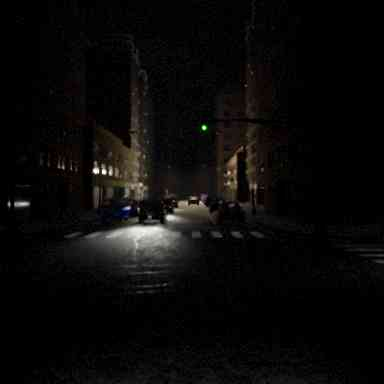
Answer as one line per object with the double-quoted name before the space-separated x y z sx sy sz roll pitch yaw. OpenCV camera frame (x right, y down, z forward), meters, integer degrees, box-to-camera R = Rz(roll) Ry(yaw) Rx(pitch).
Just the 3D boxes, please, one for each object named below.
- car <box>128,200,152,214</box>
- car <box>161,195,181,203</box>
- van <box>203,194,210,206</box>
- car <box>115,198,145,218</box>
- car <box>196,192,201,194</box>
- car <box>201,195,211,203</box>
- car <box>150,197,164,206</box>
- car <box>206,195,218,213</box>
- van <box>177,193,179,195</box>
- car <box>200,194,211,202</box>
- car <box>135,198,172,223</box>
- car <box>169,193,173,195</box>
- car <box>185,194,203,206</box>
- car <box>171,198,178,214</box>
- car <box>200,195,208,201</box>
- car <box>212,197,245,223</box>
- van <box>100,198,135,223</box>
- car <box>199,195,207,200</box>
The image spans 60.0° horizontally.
"car" -5.673 1.559 36.648 1.947 1.339 4.313 0 0 0
"car" -2.863 1.496 46.033 1.837 1.490 4.892 0 0 0
"van" 2.900 1.331 47.954 1.690 1.788 3.998 0 0 0
"car" -5.697 1.434 30.979 1.967 1.590 4.097 0 0 0
"car" 0.309 1.339 65.655 2.097 1.767 4.553 0 0 0
"car" 2.997 1.419 70.631 1.967 1.590 4.097 0 0 0
"car" -5.601 1.515 53.482 1.752 1.417 4.829 0 0 0
"car" 2.853 1.432 36.615 1.967 1.590 4.097 0 0 0
"van" -5.433 1.308 93.329 1.690 1.788 3.998 0 0 0
"car" 3.021 1.291 76.300 2.192 1.841 5.009 0 0 0
"car" -2.951 1.486 25.803 2.128 1.511 4.902 0 0 0
"car" -5.529 1.506 70.487 1.752 1.417 4.829 0 0 0
"car" 0.265 1.479 55.264 2.128 1.511 4.902 0 0 0
"car" -2.907 1.594 35.882 1.895 1.301 4.718 0 0 0
"car" 3.069 1.535 87.639 1.947 1.339 4.313 0 0 0
"car" 2.805 1.433 25.277 1.967 1.590 4.097 0 0 0
"van" -5.721 1.336 25.311 1.690 1.788 3.998 0 0 0
"car" 3.093 1.516 93.307 2.008 1.369 4.403 0 0 0
